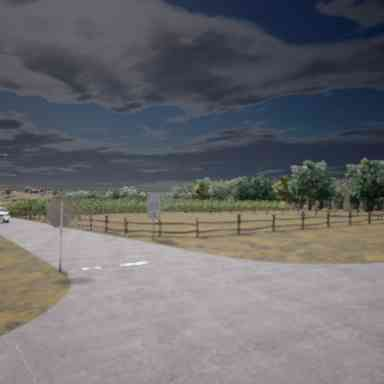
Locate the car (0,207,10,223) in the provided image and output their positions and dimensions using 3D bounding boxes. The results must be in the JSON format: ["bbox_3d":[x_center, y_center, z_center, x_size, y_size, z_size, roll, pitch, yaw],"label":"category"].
[{"bbox_3d":[-25.980,3.093,44.721,2.150,2.045,5.566,2,-3,-35],"label":"car"}]
